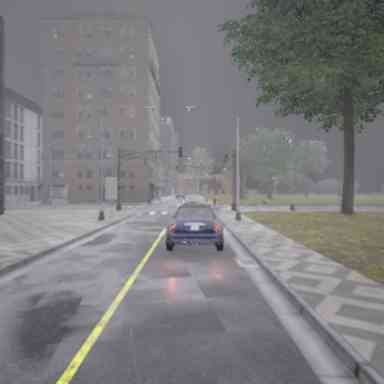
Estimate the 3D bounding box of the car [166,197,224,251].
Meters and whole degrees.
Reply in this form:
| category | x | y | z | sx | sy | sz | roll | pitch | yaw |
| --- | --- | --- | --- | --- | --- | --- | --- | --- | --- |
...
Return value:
| category | x | y | z | sx | sy | sz | roll | pitch | yaw |
| --- | --- | --- | --- | --- | --- | --- | --- | --- | --- |
| car | 0.102 | 1.243 | 13.716 | 2.097 | 1.767 | 4.553 | 0 | 0 | 0 |

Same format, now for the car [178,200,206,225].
| category | x | y | z | sx | sy | sz | roll | pitch | yaw |
| --- | --- | --- | --- | --- | --- | --- | --- | --- | --- |
| car | 0.037 | 1.348 | 23.391 | 1.812 | 1.442 | 4.674 | 0 | 0 | 1 |

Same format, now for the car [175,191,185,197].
| category | x | y | z | sx | sy | sz | roll | pitch | yaw |
| --- | --- | --- | --- | --- | --- | --- | --- | --- | --- |
| car | -2.841 | 0.723 | 81.664 | 2.150 | 2.045 | 5.566 | 0 | 0 | 0 |
